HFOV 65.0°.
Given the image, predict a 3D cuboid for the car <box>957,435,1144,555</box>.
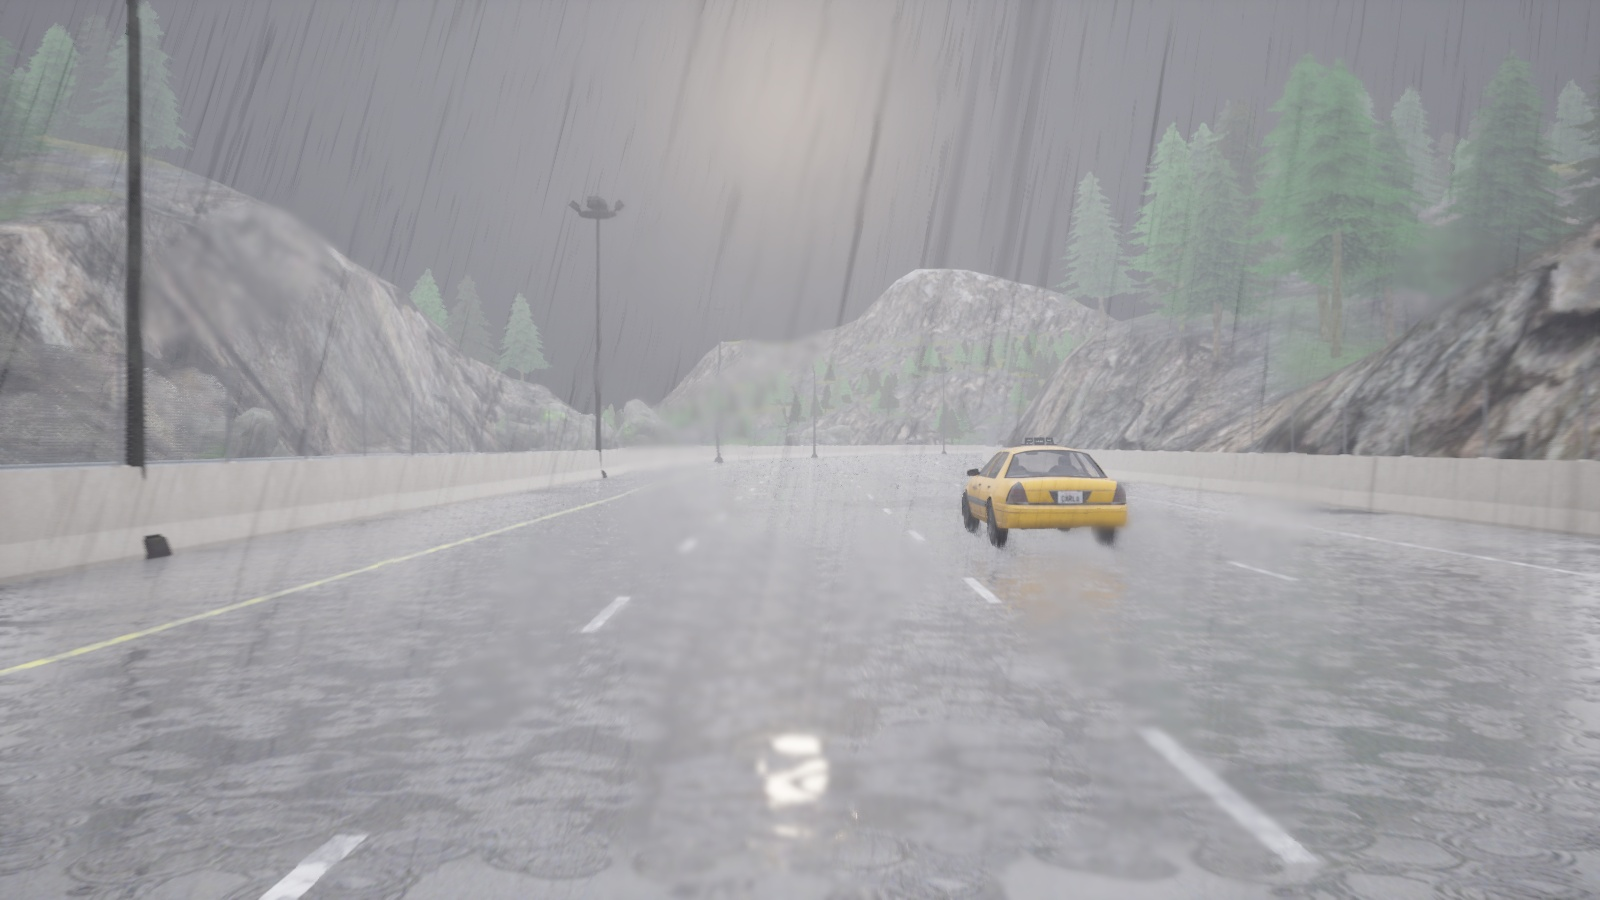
[{"bbox_3d":[3.624,0.581,19.173,1.801,1.575,5.366,0,0,0],"label":"car"}]
